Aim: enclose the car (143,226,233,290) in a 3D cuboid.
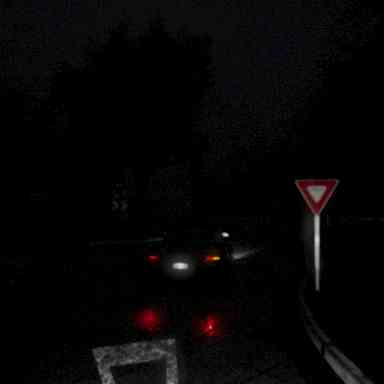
[{"bbox_3d":[0.060,1.634,9.405,1.994,1.385,4.181,-1,0,9],"label":"car"}]
